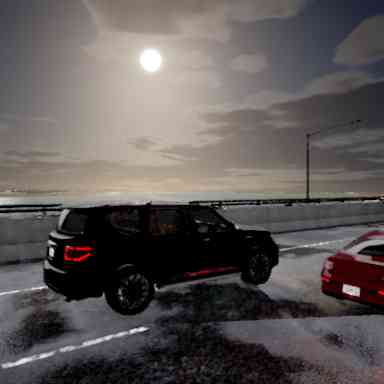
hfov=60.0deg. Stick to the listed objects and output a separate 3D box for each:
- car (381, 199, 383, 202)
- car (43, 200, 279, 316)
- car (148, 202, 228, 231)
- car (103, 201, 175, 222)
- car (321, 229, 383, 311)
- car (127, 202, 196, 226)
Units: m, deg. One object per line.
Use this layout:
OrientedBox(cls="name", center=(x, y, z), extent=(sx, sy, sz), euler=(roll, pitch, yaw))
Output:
OrientedBox(cls="car", center=(30.922, 1.316, 51.113), extent=(4.902, 1.511, 2.128), euler=(0, 0, -34))
OrientedBox(cls="car", center=(-0.424, 1.209, 7.744), extent=(5.566, 2.045, 2.150), euler=(0, 0, -35))
OrientedBox(cls="car", center=(-0.181, 1.469, 21.024), extent=(4.892, 1.490, 1.837), euler=(0, 0, -35))
OrientedBox(cls="car", center=(-4.192, 1.511, 26.765), extent=(5.357, 1.411, 2.033), euler=(0, 0, -35))
OrientedBox(cls="car", center=(4.596, 1.503, 7.011), extent=(4.674, 1.442, 1.812), euler=(0, 0, -35))
OrientedBox(cls="car", center=(-2.147, 1.489, 23.921), extent=(4.674, 1.442, 1.812), euler=(0, 0, -35))
